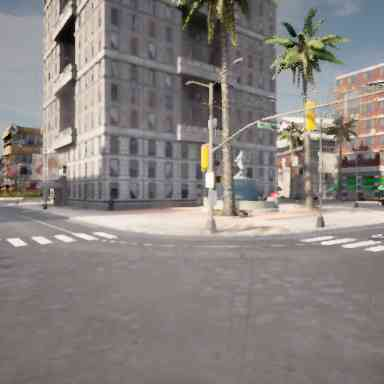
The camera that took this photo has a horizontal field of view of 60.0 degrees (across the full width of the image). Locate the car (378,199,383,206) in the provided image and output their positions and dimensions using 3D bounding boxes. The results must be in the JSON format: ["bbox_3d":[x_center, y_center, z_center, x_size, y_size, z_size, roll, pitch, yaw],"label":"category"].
[{"bbox_3d":[32.337,1.497,53.393,1.882,1.535,5.008,0,0,-13],"label":"car"}]
